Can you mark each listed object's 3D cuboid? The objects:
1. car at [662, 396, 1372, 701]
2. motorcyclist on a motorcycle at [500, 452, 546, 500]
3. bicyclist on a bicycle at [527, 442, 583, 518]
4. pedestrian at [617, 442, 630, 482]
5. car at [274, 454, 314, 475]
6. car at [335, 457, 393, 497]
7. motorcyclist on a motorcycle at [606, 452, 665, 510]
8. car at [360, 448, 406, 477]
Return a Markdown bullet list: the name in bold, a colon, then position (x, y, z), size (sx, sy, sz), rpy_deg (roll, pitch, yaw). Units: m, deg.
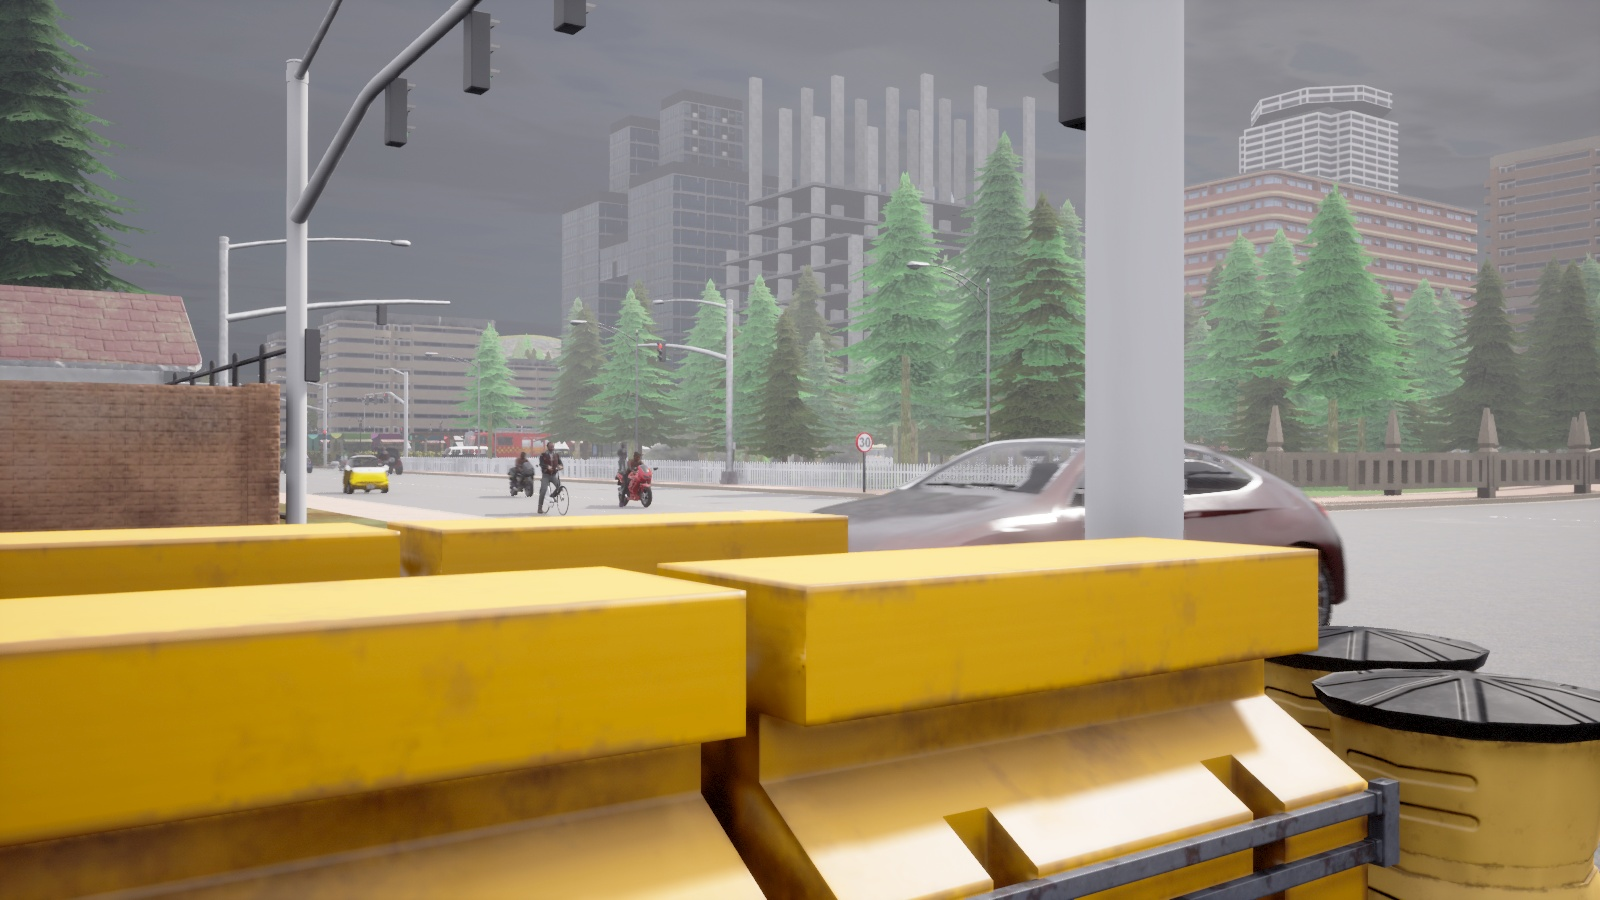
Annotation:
- **car**: position (1.734, 0.543, 9.133), size (5.027, 1.651, 2.152), rpy_deg (0, 0, -35)
- **motorcyclist on a motorcycle**: position (-9.152, 0.848, 41.464), size (0.797, 1.523, 2.044), rpy_deg (0, 0, -33)
- **bicyclist on a bicycle**: position (-5.881, 0.701, 30.030), size (0.659, 1.776, 1.843), rpy_deg (0, 0, -33)
- **pedestrian**: position (-8.567, 0.570, 60.873), size (0.402, 1.930, 0.666), rpy_deg (0, 0, -32)
- **car**: position (-35.762, 1.003, 88.727), size (1.970, 1.475, 3.806), rpy_deg (0, 0, -33)
- **car**: position (-15.631, 0.943, 44.999), size (1.481, 1.376, 2.207), rpy_deg (0, 0, -33)
- **motorcyclist on a motorcycle**: position (-4.504, 0.820, 34.329), size (0.797, 1.523, 2.044), rpy_deg (0, 0, -33)
- **car**: position (-27.282, 0.799, 82.118), size (1.905, 1.878, 3.866), rpy_deg (0, 0, -33)
